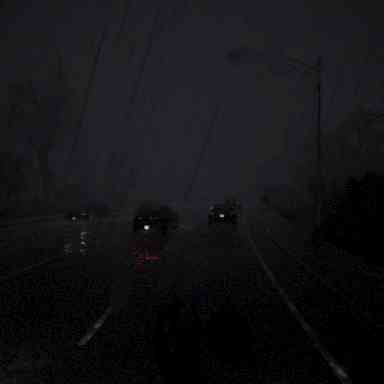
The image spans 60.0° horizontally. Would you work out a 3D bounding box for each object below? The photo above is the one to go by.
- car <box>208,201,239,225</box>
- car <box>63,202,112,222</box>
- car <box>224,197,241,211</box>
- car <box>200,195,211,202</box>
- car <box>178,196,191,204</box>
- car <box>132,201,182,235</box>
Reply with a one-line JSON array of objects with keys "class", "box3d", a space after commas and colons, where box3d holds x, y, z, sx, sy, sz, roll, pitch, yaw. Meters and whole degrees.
[{"class": "car", "box3d": [2.276, 1.574, 24.286, 1.994, 1.385, 4.181, 0, 0, 8]}, {"class": "car", "box3d": [-8.208, 1.522, 26.776, 2.033, 1.411, 5.357, 0, 0, 8]}, {"class": "car", "box3d": [5.046, 1.371, 41.597, 2.097, 1.767, 4.553, 0, 0, 10]}, {"class": "car", "box3d": [2.929, 1.372, 71.394, 1.882, 1.535, 5.008, 0, 0, 10]}, {"class": "car", "box3d": [-1.507, 1.491, 66.267, 2.128, 1.511, 4.902, 0, 0, 10]}, {"class": "car", "box3d": [-1.972, 1.501, 18.931, 1.837, 1.490, 4.892, 0, 0, 7]}]
